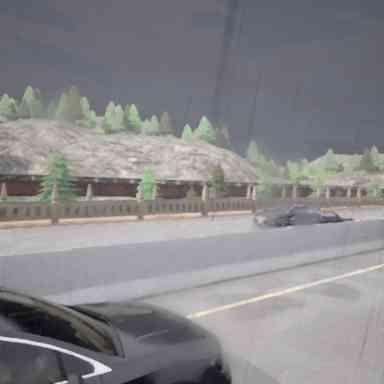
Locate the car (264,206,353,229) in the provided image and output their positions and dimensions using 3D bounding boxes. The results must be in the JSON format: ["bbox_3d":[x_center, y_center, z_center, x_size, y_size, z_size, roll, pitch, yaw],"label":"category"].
[{"bbox_3d":[6.122,1.606,16.951,4.718,1.301,1.895,0,0,-35],"label":"car"}]

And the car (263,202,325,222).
[{"bbox_3d":[8.376,1.555,27.151,5.357,1.411,2.033,0,0,-35],"label":"car"}]

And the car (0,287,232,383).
[{"bbox_3d":[-1.869,1.503,2.413,4.892,1.490,1.837,0,0,-35],"label":"car"}]

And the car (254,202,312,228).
[{"bbox_3d":[6.073,1.498,21.208,4.902,1.511,2.128,0,0,-35],"label":"car"}]
